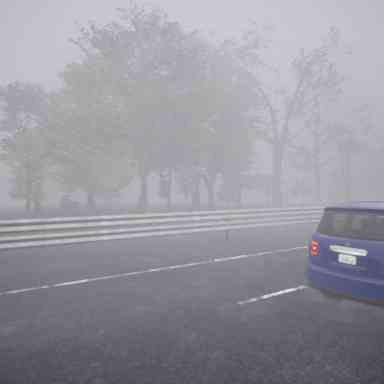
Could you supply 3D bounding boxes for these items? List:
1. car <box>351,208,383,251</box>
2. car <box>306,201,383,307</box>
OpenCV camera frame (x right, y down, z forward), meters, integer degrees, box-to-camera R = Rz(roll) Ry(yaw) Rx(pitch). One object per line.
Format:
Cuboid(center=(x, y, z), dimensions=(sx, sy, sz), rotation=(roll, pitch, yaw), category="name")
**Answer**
Cuboid(center=(9.063, 1.489, 14.281), dimensions=(4.892, 1.490, 1.837), rotation=(0, 0, -34), category="car")
Cuboid(center=(4.794, 1.214, 7.095), dimensions=(5.566, 2.045, 2.150), rotation=(0, 0, -35), category="car")
